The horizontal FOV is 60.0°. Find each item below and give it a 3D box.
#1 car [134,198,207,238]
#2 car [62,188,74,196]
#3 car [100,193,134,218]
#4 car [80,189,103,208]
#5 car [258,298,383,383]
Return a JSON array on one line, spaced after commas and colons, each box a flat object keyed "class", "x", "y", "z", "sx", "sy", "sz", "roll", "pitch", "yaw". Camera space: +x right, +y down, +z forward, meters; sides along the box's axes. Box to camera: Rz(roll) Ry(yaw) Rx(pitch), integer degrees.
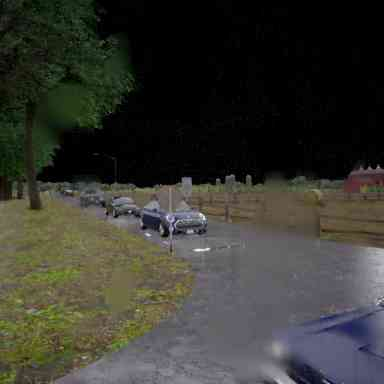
[{"class": "car", "x": -1.055, "y": 1.115, "z": 16.557, "sx": 2.097, "sy": 1.767, "sz": 4.553, "roll": -1, "pitch": 1, "yaw": -26}, {"class": "car", "x": -32.137, "y": 0.253, "z": 86.849, "sx": 1.882, "sy": 1.535, "sz": 5.008, "roll": -1, "pitch": 1, "yaw": -26}, {"class": "car", "x": -5.422, "y": 1.107, "z": 25.523, "sx": 1.837, "sy": 1.490, "sz": 4.892, "roll": -1, "pitch": 1, "yaw": -26}, {"class": "car", "x": -11.247, "y": 0.636, "z": 37.489, "sx": 2.150, "sy": 2.045, "sz": 5.566, "roll": -1, "pitch": 1, "yaw": -26}, {"class": "car", "x": 3.066, "y": 1.604, "z": 3.492, "sx": 4.718, "sy": 1.301, "sz": 1.895, "roll": 0, "pitch": 0, "yaw": -26}]
